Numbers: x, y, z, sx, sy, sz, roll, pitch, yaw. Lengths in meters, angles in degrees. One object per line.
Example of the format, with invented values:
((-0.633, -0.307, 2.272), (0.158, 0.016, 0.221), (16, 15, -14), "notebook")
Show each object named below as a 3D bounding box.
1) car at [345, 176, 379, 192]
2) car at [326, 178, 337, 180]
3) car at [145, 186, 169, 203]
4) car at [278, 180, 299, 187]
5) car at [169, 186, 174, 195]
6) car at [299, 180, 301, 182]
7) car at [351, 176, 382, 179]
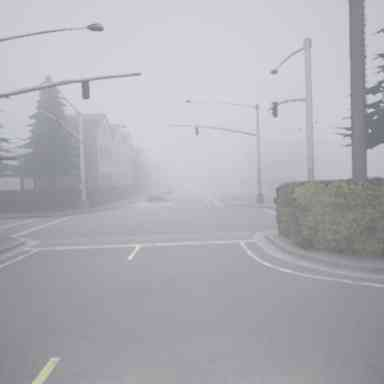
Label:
((22.112, -1.093, 43.478), (1.932, 1.855, 4.605), (-2, 2, -1), "car")
((25.113, -1.756, 60.873), (2.152, 1.636, 5.027), (-2, 2, -1), "car")
((-3.808, 0.350, 36.114), (1.812, 1.442, 4.674), (-2, 2, 0), "car")
((15.103, -0.985, 53.444), (2.007, 1.523, 4.514), (-2, 2, -1), "car")
((-3.866, -0.209, 52.732), (2.033, 1.411, 5.357), (-2, 2, 0), "car")
((18.705, -1.430, 60.510), (1.970, 1.475, 3.806), (-2, 2, -1), "car")
((18.889, -0.719, 35.592), (1.905, 1.878, 3.866), (-2, 2, -1), "car")
